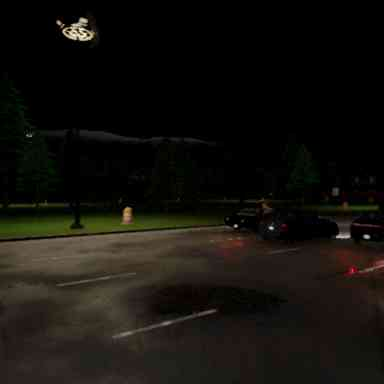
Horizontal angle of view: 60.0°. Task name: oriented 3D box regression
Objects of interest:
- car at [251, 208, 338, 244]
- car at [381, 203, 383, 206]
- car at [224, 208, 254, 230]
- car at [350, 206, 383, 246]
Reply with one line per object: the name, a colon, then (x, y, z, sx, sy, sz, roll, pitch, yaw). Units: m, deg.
car: (5.175, 1.589, 16.036, 4.181, 1.385, 1.994, 0, 0, -35)
car: (18.772, 1.565, 30.250, 4.892, 1.490, 1.837, 0, 0, -35)
car: (4.282, 1.629, 20.051, 4.718, 1.301, 1.895, 0, 0, -35)
car: (8.736, 1.520, 14.276, 4.902, 1.511, 2.128, 0, 0, -35)
